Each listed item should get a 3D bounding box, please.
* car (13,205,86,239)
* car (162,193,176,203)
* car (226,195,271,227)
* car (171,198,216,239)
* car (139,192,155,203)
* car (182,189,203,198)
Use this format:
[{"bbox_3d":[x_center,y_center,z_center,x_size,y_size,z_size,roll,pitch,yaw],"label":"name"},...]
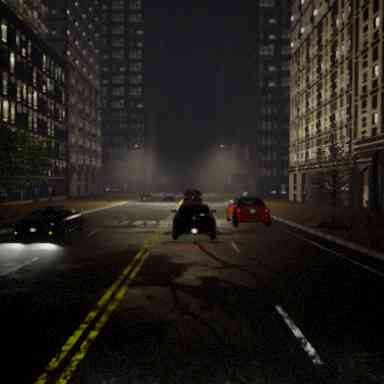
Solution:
[{"bbox_3d":[-6.507,1.331,15.586,1.994,1.385,4.181,0,1,0],"label":"car"},{"bbox_3d":[-3.338,0.854,49.109,1.895,1.301,4.718,0,1,0],"label":"car"},{"bbox_3d":[3.343,1.046,20.432,2.097,1.767,4.553,0,1,0],"label":"car"},{"bbox_3d":[0.095,1.270,15.776,1.837,1.490,4.892,0,1,0],"label":"car"},{"bbox_3d":[-6.591,0.759,49.039,1.837,1.490,4.892,0,1,0],"label":"car"},{"bbox_3d":[0.084,0.639,38.711,2.150,2.045,5.566,0,1,0],"label":"car"}]
